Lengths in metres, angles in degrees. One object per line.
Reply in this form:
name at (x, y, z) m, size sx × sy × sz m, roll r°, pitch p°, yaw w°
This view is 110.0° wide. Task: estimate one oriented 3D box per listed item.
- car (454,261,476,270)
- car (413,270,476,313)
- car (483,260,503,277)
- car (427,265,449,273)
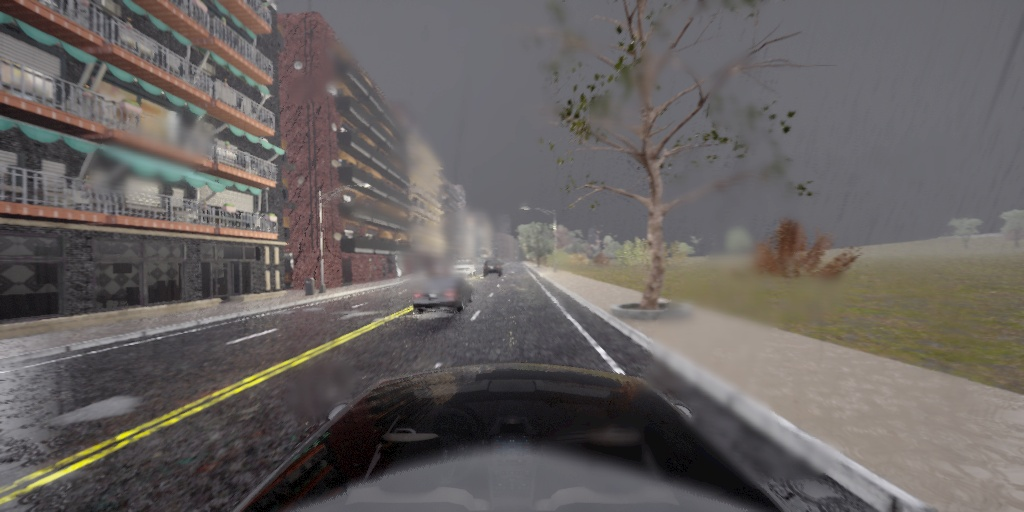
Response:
car at (-5.736, 1.633, 44.091) m, size 2.150 × 2.045 × 5.566 m, roll -3°, pitch -1°, yaw 1°
car at (-2.810, 1.556, 15.724) m, size 2.033 × 1.411 × 5.357 m, roll -3°, pitch -1°, yaw 1°
car at (-2.314, 1.484, 44.458) m, size 2.150 × 2.045 × 5.566 m, roll -3°, pitch -1°, yaw 1°
car at (-8.986, 1.900, 43.771) m, size 2.097 × 1.767 × 4.553 m, roll -3°, pitch 0°, yaw 1°
